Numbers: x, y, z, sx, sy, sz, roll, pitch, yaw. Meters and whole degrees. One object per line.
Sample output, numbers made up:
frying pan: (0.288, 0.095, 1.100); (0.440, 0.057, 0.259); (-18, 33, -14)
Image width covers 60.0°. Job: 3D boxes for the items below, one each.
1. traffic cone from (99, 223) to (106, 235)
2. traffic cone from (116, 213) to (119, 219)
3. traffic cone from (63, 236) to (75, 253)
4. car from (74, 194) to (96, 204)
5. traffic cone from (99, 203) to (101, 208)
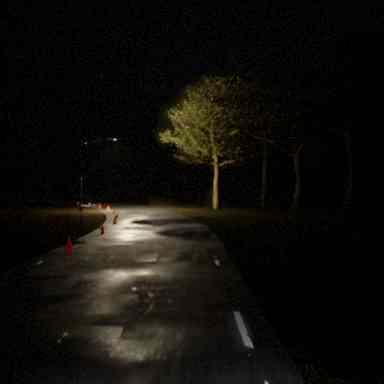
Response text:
traffic cone: (-4.558, 1.873, 16.961); (0.340, 0.580, 0.340); (0, 0, -3)
traffic cone: (-5.035, 1.842, 21.715); (0.340, 0.580, 0.340); (0, 0, -8)
traffic cone: (-4.458, 1.897, 12.081); (0.340, 0.580, 0.340); (0, 0, 0)
car: (-16.286, 1.039, 50.418); (1.837, 1.490, 4.892); (0, 1, -42)
traffic cone: (-11.034, 1.639, 39.767); (0.340, 0.580, 0.340); (-1, 1, -29)
